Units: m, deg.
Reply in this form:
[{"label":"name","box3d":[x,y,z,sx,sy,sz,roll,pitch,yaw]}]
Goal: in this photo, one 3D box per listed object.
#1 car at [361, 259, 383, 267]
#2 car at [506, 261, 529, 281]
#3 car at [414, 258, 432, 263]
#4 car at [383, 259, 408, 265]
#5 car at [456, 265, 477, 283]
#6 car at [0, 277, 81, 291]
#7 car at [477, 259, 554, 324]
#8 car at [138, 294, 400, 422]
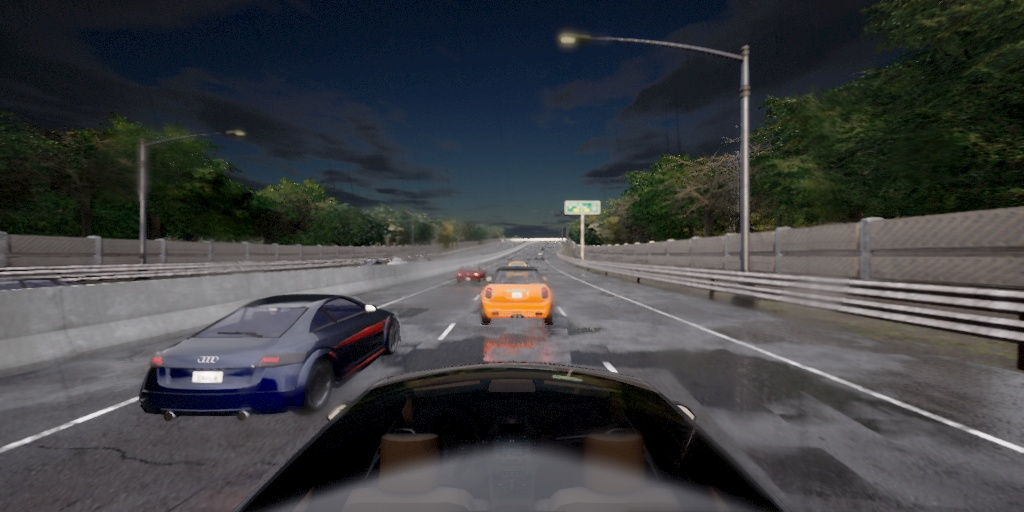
[{"label":"car","box3d":[-19.993,1.177,51.506,1.994,1.385,4.181,0,1,3]},{"label":"car","box3d":[0.492,1.246,30.987,1.882,1.535,5.008,0,0,1]},{"label":"car","box3d":[-12.952,1.112,52.309,1.837,1.490,4.892,0,1,3]},{"label":"car","box3d":[-16.467,1.135,51.919,1.812,1.442,4.674,0,1,3]},{"label":"car","box3d":[-3.084,1.368,28.039,1.895,1.301,4.718,0,0,1]},{"label":"car","box3d":[-14.062,1.298,9.687,2.033,1.411,5.357,0,0,0]},{"label":"car","box3d":[0.165,1.111,12.098,2.097,1.767,4.553,0,0,0]},{"label":"car","box3d":[-3.377,1.316,5.994,1.994,1.385,4.181,0,0,0]}]
